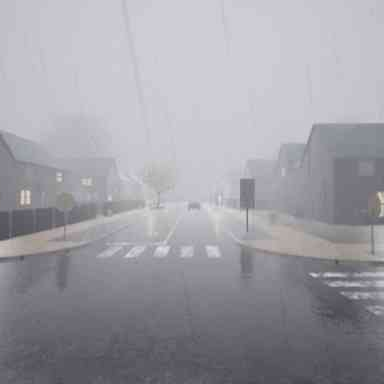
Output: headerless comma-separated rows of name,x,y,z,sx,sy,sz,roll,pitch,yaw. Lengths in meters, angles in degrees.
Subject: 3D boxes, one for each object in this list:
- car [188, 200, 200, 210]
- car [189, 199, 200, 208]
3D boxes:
car,0.336,2.014,50.888,2.128,1.511,4.902,0,-1,0
car,0.407,2.144,61.306,1.882,1.535,5.008,0,-1,0
